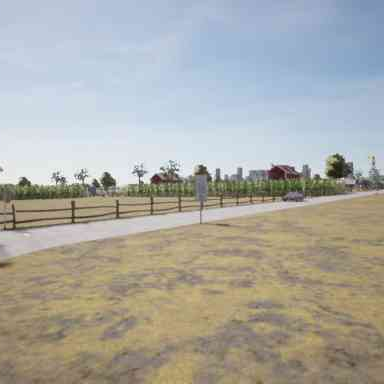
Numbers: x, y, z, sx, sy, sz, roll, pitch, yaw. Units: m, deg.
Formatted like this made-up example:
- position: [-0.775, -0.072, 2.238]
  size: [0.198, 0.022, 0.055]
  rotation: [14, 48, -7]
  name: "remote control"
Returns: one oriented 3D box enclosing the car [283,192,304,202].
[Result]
- position: [15.044, 0.708, 49.156]
  size: [1.994, 1.385, 4.181]
  rotation: [0, 1, 36]
  name: "car"
